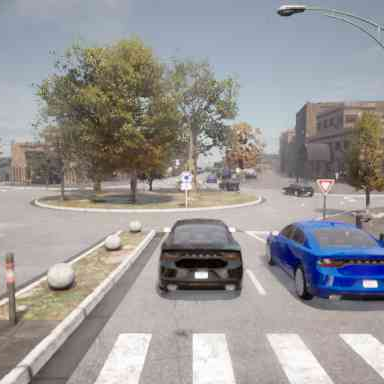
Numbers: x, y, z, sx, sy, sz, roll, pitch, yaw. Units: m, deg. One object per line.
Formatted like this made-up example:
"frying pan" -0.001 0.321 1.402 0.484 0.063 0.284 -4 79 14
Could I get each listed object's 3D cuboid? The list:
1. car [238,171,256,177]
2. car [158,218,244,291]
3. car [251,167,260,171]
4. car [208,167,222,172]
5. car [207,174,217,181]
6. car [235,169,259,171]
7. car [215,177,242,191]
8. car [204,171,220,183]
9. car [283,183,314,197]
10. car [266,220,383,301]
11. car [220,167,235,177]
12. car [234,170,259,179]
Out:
"car" 14.930 -4.852 90.513 4.792 1.488 2.163 1 6 11
"car" 0.214 1.442 9.056 1.882 1.535 5.008 0 1 1
"car" 14.515 -4.874 87.803 5.566 2.045 2.435 1 6 10
"car" 6.123 -4.601 85.142 2.150 2.045 5.566 1 5 10
"car" 4.619 -3.342 75.690 1.895 1.301 4.718 1 5 9
"car" 13.598 -4.237 82.414 4.553 1.767 2.185 1 5 10
"car" 5.312 -1.028 48.121 1.837 1.490 4.892 -2 4 -13
"car" 3.902 -2.712 66.139 2.097 1.767 4.553 0 5 1
"car" 12.108 -0.314 38.093 1.837 1.490 4.892 -1 4 -10
"car" 3.210 1.453 8.411 1.882 1.535 5.008 0 1 1
"car" 8.835 -4.421 83.196 2.150 2.045 5.566 1 5 10
"car" 13.098 -3.857 79.728 4.892 1.521 2.231 1 5 10
